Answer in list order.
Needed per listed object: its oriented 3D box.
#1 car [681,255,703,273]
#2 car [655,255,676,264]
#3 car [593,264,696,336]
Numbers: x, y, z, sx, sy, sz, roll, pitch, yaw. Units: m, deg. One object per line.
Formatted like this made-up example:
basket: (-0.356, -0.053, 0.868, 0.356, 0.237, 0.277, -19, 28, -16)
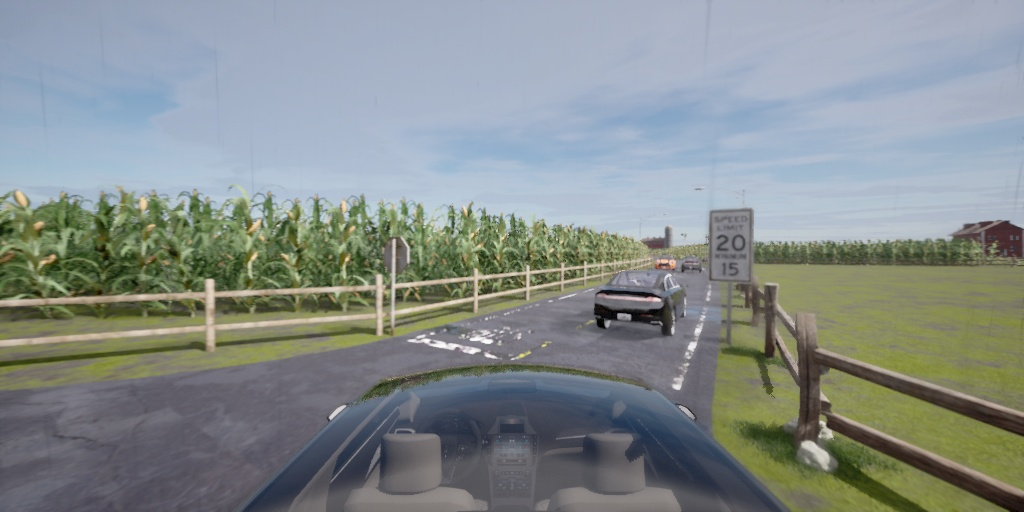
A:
car: (18.691, 0.928, 37.282, 2.128, 1.511, 4.902, 1, 1, 28)
car: (18.210, 0.714, 42.521, 2.097, 1.767, 4.553, 1, 1, 26)
car: (3.809, 1.163, 10.262, 2.128, 1.511, 4.902, 1, 1, 31)
